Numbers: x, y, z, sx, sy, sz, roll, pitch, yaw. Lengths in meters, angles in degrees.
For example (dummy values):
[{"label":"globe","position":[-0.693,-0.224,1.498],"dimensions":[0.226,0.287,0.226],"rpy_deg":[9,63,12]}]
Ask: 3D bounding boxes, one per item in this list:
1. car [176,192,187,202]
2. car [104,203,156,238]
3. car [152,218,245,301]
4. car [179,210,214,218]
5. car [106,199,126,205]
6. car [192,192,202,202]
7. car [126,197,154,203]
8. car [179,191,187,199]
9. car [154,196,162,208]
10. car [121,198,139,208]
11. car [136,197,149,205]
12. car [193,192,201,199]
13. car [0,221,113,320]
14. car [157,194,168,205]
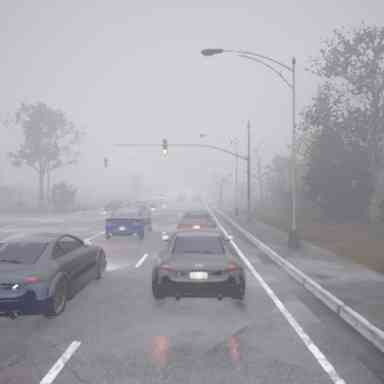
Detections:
[{"label":"car","position":[-2.445,1.420,73.846],"dimensions":[1.994,1.385,4.181],"rpy_deg":[0,3,1]},{"label":"car","position":[-3.320,1.570,18.135],"dimensions":[1.882,1.535,5.008],"rpy_deg":[0,0,-1]},{"label":"car","position":[0.151,1.608,8.515],"dimensions":[1.994,1.385,4.181],"rpy_deg":[0,0,1]},{"label":"car","position":[0.255,1.656,17.982],"dimensions":[1.994,1.385,4.181],"rpy_deg":[0,0,1]},{"label":"car","position":[-10.015,1.727,43.787],"dimensions":[1.837,1.490,4.892],"rpy_deg":[0,0,4]},{"label":"car","position":[1.054,1.224,73.750],"dimensions":[2.097,1.767,4.553],"rpy_deg":[0,3,1]},{"label":"car","position":[-6.563,1.763,42.448],"dimensions":[2.033,1.411,5.357],"rpy_deg":[0,0,1]},{"label":"car","position":[-2.281,0.720,83.847],"dimensions":[1.882,1.535,5.008],"rpy_deg":[0,3,1]},{"label":"car","position":[-6.389,1.814,52.521],"dimensions":[2.033,1.411,5.357],"rpy_deg":[0,0,1]},{"label":"car","position":[-9.869,1.750,53.588],"dimensions":[1.882,1.535,5.008],"rpy_deg":[0,0,1]},{"label":"car","position":[-9.612,1.739,65.371],"dimensions":[1.812,1.442,4.674],"rpy_deg":[0,2,1]},{"label":"car","position":[1.218,0.742,83.790],"dimensions":[1.837,1.490,4.892],"rpy_deg":[0,3,1]},{"label":"car","position":[-3.352,1.603,7.530],"dimensions":[1.994,1.385,4.181],"rpy_deg":[0,0,0]},{"label":"car","position":[-6.073,1.384,67.099],"dimensions":[2.150,2.045,5.566],"rpy_deg":[0,2,1]}]
